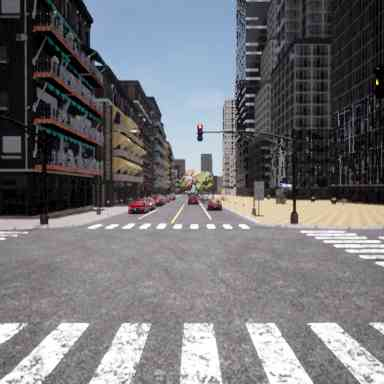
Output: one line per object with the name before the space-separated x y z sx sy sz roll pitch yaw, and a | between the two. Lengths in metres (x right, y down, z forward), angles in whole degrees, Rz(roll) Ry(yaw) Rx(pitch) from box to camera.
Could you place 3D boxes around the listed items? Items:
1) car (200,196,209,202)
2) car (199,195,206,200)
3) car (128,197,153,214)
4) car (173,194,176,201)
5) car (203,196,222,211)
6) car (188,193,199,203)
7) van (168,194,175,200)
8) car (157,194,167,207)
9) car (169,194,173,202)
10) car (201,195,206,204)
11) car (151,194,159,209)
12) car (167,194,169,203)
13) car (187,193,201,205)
car | 2.796 1.544 74.963 1.887 1.381 4.507 -1 0 0
car | 2.830 1.530 92.080 1.752 1.417 4.829 -1 0 0
car | -5.630 1.539 35.379 1.887 1.381 4.507 -1 0 0
car | -5.532 1.318 86.220 2.192 1.841 5.009 -1 0 0
car | 2.728 1.538 41.069 1.887 1.381 4.507 -1 0 0
car | 0.255 1.219 70.014 2.150 2.045 5.566 0 0 0
van | -5.520 1.346 91.867 1.690 1.788 3.998 -1 0 0
car | -5.600 1.310 52.327 2.192 1.841 5.009 -1 0 0
car | -5.562 1.580 69.273 1.802 1.307 4.206 -1 0 0
car | 2.774 1.548 63.664 2.008 1.369 4.403 -1 0 0
car | -5.620 1.434 41.028 1.967 1.590 4.097 -1 0 0
car | -5.587 1.436 57.974 1.967 1.590 4.097 -1 0 0
car | 0.221 1.474 59.748 1.882 1.535 5.008 0 0 0
